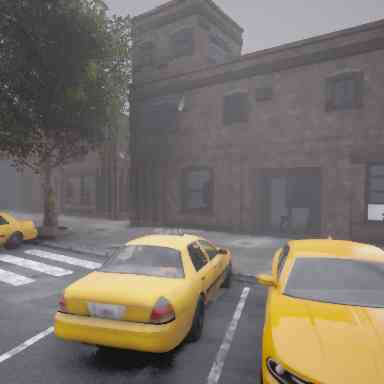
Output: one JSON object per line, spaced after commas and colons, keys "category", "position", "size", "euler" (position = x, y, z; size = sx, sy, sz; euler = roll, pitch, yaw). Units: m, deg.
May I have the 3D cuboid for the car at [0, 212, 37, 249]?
{"category": "car", "position": [-7.805, 1.360, 11.463], "size": [1.946, 1.575, 5.366], "euler": [1, 0, 16]}

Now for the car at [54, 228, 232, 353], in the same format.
{"category": "car", "position": [-0.372, 1.475, 6.581], "size": [1.946, 1.575, 5.366], "euler": [1, 0, 16]}

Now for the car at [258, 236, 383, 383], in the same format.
{"category": "car", "position": [2.036, 1.484, 4.674], "size": [2.097, 1.535, 5.008], "euler": [1, 0, 15]}
